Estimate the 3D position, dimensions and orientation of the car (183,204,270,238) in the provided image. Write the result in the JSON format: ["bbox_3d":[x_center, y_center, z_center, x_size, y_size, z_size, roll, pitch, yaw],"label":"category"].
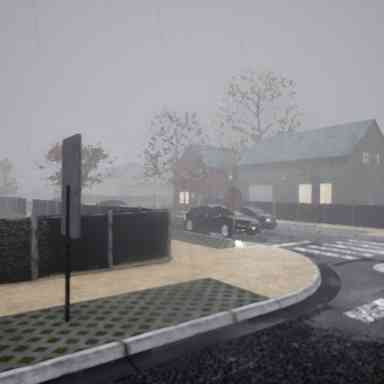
[{"bbox_3d":[1.422,1.430,17.317,1.837,1.490,4.892,1,0,-36],"label":"car"}]

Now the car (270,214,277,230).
[{"bbox_3d":[3.027,1.519,19.990,1.994,1.385,4.181,1,0,-36],"label":"car"}]

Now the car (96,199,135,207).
[{"bbox_3d":[-6.313,1.342,27.577,1.882,1.535,5.008,1,0,-37],"label":"car"}]

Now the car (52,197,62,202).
[{"bbox_3d":[-15.096,1.275,39.218,1.882,1.535,5.008,1,0,-37],"label":"car"}]
